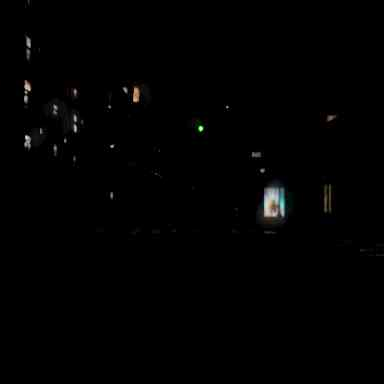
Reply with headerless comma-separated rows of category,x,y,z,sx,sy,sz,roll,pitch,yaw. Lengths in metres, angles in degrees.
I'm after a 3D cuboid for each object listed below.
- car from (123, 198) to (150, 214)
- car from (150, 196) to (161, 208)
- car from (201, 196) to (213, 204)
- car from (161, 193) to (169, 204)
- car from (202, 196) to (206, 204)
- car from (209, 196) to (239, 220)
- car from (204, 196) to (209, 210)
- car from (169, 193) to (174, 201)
car,-5.694,1.457,33.180,2.008,1.369,4.403,0,0,0
car,-5.694,1.432,44.573,2.008,1.369,4.403,0,0,0
car,2.687,1.398,61.675,2.008,1.369,4.403,-1,0,0
car,-5.694,1.373,61.493,1.752,1.417,4.829,0,0,0
car,2.686,1.432,44.586,2.008,1.369,4.403,0,0,0
car,2.685,1.360,27.494,1.967,1.590,4.097,0,0,0
car,2.686,1.475,38.889,1.802,1.307,4.206,0,0,0
car,-5.695,1.269,73.055,1.967,1.590,4.097,0,0,0
